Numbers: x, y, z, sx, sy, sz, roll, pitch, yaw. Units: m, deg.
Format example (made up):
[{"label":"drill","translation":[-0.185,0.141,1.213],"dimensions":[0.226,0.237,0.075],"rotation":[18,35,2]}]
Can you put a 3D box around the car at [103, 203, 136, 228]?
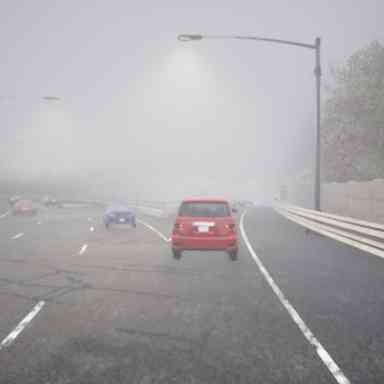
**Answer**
[{"label":"car","translation":[-4.782,1.471,21.813],"dimensions":[1.812,1.442,4.674],"rotation":[0,0,-17]}]

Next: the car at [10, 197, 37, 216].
[{"label":"car","translation":[-16.038,1.468,32.095],"dimensions":[1.994,1.385,4.181],"rotation":[0,0,-24]}]

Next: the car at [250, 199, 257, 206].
[{"label":"car","translation":[10.836,1.971,63.874],"dimensions":[1.895,1.301,4.718],"rotation":[0,-2,14]}]

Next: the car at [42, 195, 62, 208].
[{"label":"car","translation":[-19.524,1.223,46.287],"dimensions":[2.097,1.767,4.553],"rotation":[0,0,-31]}]

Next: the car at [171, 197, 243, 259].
[{"label":"car","translation":[0.558,1.199,12.644],"dimensions":[2.150,2.045,5.566],"rotation":[0,0,4]}]

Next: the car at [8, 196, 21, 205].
[{"label":"car","translation":[-26.933,1.370,51.189],"dimensions":[1.812,1.442,4.674],"rotation":[0,0,-35]}]

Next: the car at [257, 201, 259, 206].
[{"label":"car","translation":[14.723,2.709,78.471],"dimensions":[1.812,1.442,4.674],"rotation":[0,-4,16]}]

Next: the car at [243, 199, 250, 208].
[{"label":"car","translation":[6.787,1.562,47.727],"dimensions":[1.895,1.301,4.718],"rotation":[0,-1,14]}]
